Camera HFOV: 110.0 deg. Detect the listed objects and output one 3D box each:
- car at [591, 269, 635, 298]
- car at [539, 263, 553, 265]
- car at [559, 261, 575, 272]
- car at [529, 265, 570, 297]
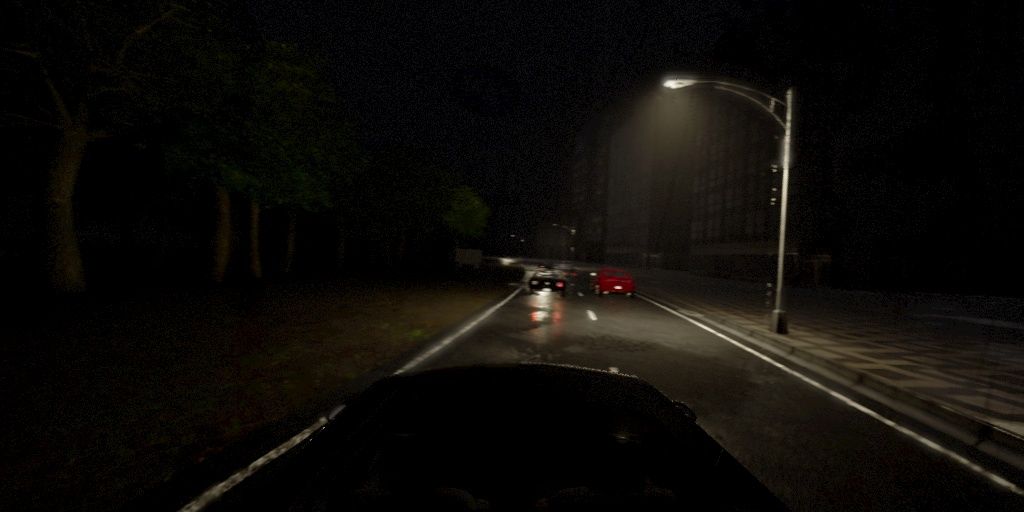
[{"bbox_3d":[5.778,1.484,20.924,1.882,1.535,5.008,3,0,7],"label":"car"},{"bbox_3d":[3.819,1.413,40.648,1.895,1.301,4.718,3,0,3],"label":"car"},{"bbox_3d":[7.605,1.465,50.531,1.812,1.442,4.674,3,0,0],"label":"car"},{"bbox_3d":[2.039,1.409,19.917,1.895,1.301,4.718,3,0,8],"label":"car"}]
